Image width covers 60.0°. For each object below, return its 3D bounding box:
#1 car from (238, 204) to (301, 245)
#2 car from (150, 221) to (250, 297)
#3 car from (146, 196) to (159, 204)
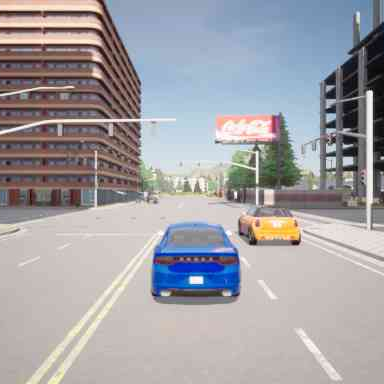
[{"bbox_3d":[3.457,1.352,15.649,2.097,1.767,4.553,0,0,0],"label":"car"},{"bbox_3d":[0.076,1.478,8.647,1.882,1.535,5.008,0,0,0],"label":"car"},{"bbox_3d":[-7.236,1.525,61.406,1.812,1.442,4.674,0,0,0],"label":"car"}]
